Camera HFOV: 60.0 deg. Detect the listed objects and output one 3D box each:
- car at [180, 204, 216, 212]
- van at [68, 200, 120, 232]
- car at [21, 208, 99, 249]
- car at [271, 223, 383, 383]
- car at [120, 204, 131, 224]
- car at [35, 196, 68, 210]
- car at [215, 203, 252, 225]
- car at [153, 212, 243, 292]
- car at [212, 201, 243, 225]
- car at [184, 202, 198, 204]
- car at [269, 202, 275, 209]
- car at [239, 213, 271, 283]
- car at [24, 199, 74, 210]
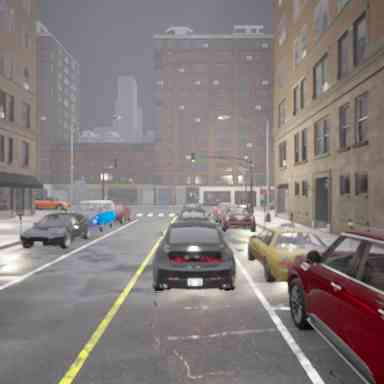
[{"bbox_3d":[0.090,1.588,17.974,1.812,1.442,4.674,0,0,0],"label":"car"},{"bbox_3d":[-5.857,1.412,20.345,1.690,1.788,3.998,1,0,0],"label":"van"},{"bbox_3d":[-5.857,1.616,14.862,1.947,1.339,4.313,1,0,0],"label":"car"},{"bbox_3d":[2.677,1.327,3.900,2.192,1.841,5.009,1,0,0],"label":"car"},{"bbox_3d":[-5.862,1.636,25.827,1.887,1.381,4.507,1,0,0],"label":"car"},{"bbox_3d":[-16.403,1.326,38.723,4.553,1.767,2.097,0,-1,0],"label":"car"},{"bbox_3d":[2.667,1.511,20.348,1.967,1.590,4.097,1,0,0],"label":"car"},{"bbox_3d":[0.036,1.535,9.004,1.837,1.490,4.892,0,0,-1],"label":"car"},{"bbox_3d":[2.664,1.532,25.831,1.967,1.590,4.097,1,0,0],"label":"car"},{"bbox_3d":[-0.062,1.652,31.049,2.033,1.411,5.357,0,0,-3],"label":"car"},{"bbox_3d":[13.437,1.690,48.499,4.553,1.767,2.097,0,-1,0],"label":"car"},{"bbox_3d":[2.671,1.556,9.552,1.752,1.417,4.829,1,0,0],"label":"car"},{"bbox_3d":[-18.000,1.554,41.978,5.357,1.411,2.033,0,-1,0],"label":"car"}]
